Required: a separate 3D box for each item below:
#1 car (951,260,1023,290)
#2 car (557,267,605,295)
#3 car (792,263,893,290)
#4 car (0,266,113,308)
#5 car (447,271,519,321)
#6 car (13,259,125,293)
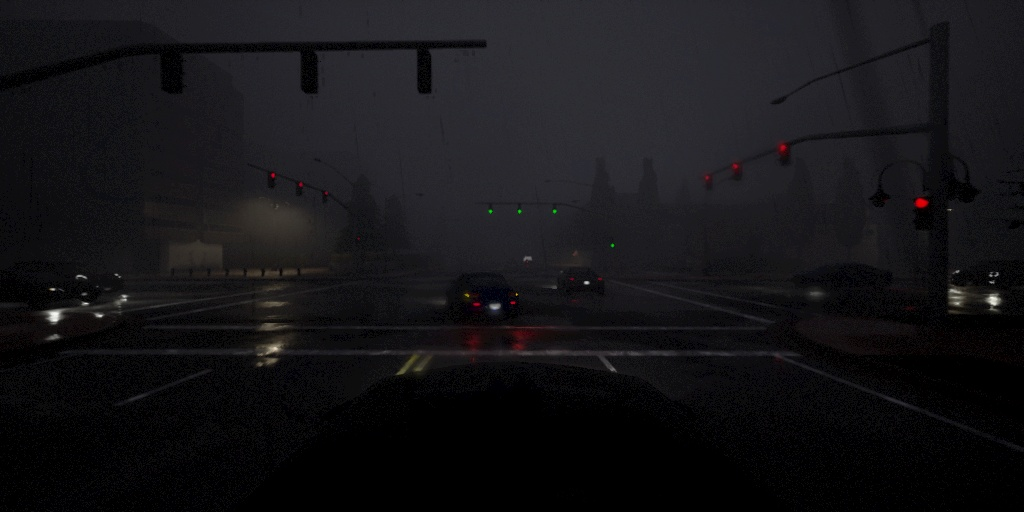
[{"bbox_3d":[29.483,1.037,21.712,4.553,1.767,2.097,0,0,-9],"label":"car"},{"bbox_3d":[3.594,1.256,19.259,1.994,1.385,4.181,0,0,0],"label":"car"},{"bbox_3d":[19.360,1.164,21.131,5.008,1.535,1.882,0,0,-1],"label":"car"},{"bbox_3d":[-19.326,1.235,14.263,4.674,1.442,1.812,0,0,0],"label":"car"},{"bbox_3d":[-1.101,1.241,12.339,1.812,1.442,4.674,0,0,-16],"label":"car"},{"bbox_3d":[-22.210,1.049,17.740,4.553,1.767,2.097,0,0,0],"label":"car"}]
